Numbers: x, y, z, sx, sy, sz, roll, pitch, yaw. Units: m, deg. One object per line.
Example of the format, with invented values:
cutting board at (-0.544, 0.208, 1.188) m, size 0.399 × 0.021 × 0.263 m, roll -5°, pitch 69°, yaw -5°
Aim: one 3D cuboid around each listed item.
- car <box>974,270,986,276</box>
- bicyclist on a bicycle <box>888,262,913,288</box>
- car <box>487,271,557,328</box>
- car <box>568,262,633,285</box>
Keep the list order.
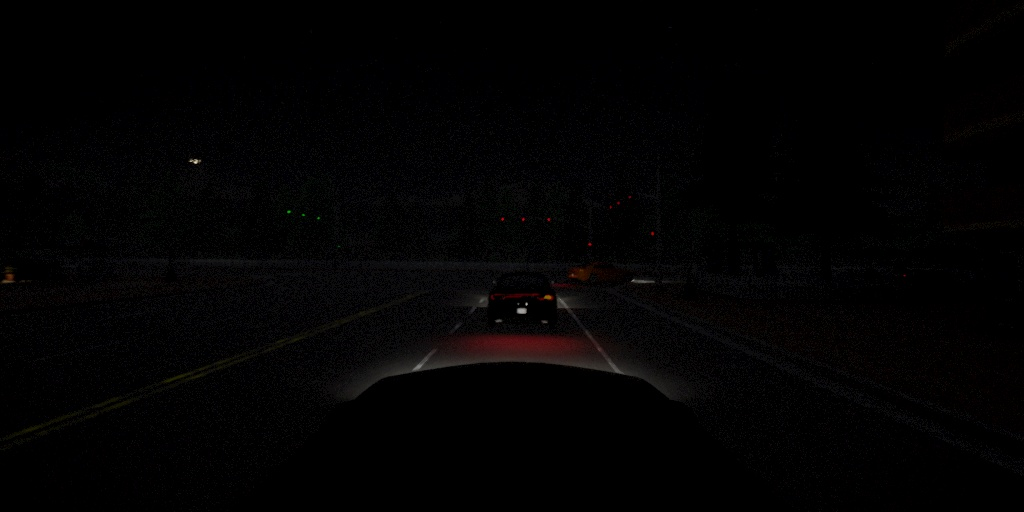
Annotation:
car at (46.603, 1.646, 33.514) m, size 4.181 × 1.385 × 1.994 m, roll 1°, pitch 0°, yaw 22°
bicyclist on a bicycle at (23.426, 1.179, 21.661) m, size 0.582 × 1.620 × 1.656 m, roll 1°, pitch 0°, yaw 2°
car at (0.348, 1.203, 11.391) m, size 1.882 × 1.535 × 5.008 m, roll 1°, pitch 0°, yaw 2°
car at (6.488, 1.188, 26.000) m, size 5.008 × 1.535 × 1.882 m, roll 0°, pitch -1°, yaw -25°
